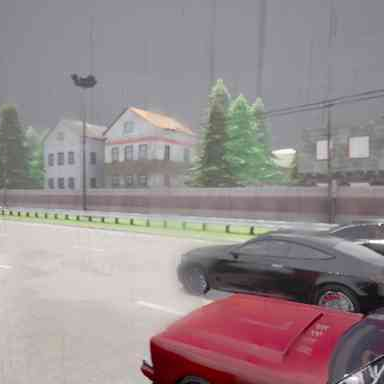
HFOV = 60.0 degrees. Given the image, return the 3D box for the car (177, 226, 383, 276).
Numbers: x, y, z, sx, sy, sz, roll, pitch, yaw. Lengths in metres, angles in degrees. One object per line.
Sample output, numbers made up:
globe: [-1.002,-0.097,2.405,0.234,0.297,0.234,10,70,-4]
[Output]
car: [1.838,1.527,6.962,4.674,1.442,1.812,0,0,35]

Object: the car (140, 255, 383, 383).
car: [1.836,1.601,2.682,4.718,1.301,1.895,0,0,35]

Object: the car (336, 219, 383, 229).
car: [4.810,1.506,9.159,4.892,1.490,1.837,0,0,35]
